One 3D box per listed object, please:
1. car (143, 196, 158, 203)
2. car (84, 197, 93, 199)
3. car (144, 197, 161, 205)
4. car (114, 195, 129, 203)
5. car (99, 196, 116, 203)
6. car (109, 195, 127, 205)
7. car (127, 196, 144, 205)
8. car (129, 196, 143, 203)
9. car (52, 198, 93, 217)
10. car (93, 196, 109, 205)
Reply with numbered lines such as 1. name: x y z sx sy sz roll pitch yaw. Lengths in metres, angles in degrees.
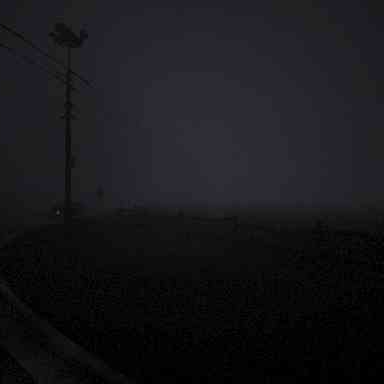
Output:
1. car: -9.696 1.756 77.951 2.033 1.411 5.357 0 0 8
2. car: -21.486 1.814 69.018 1.837 1.490 4.892 0 0 8
3. car: -7.610 1.808 67.159 1.882 1.535 5.008 0 0 8
4. car: -16.637 1.572 78.852 2.097 1.767 4.553 0 0 8
5. car: -20.103 1.757 79.346 2.033 1.411 5.357 0 0 8
6. car: -14.548 1.863 68.088 2.033 1.411 5.357 0 0 8
7. car: -11.010 1.677 68.145 2.097 1.767 4.553 0 0 8
8. car: -13.165 1.769 78.416 1.994 1.385 4.181 0 0 8
9. car: -12.036 1.664 33.059 1.837 1.490 4.892 0 0 7
10. car: -18.017 1.791 68.553 1.882 1.535 5.008 0 0 8
